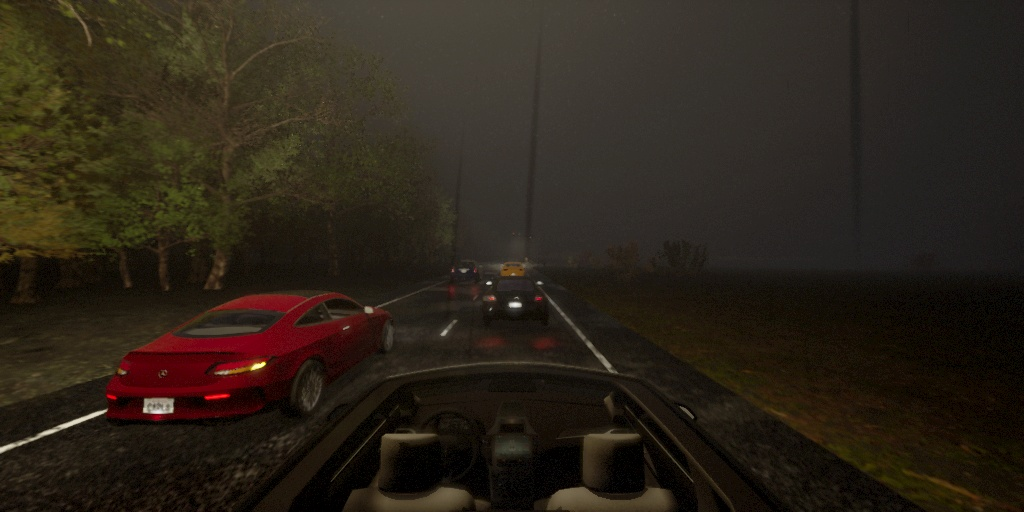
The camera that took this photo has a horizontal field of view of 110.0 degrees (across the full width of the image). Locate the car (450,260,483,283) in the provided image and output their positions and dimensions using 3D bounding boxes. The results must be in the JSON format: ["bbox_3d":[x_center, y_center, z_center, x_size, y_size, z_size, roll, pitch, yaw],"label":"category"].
[{"bbox_3d":[-3.410,1.098,27.576,2.097,1.767,4.553,0,0,0],"label":"car"}]

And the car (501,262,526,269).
[{"bbox_3d":[0.090,1.223,29.532,1.882,1.535,5.008,0,0,0],"label":"car"}]

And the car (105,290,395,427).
[{"bbox_3d":[-3.402,1.275,5.754,1.812,1.442,4.674,0,0,0],"label":"car"}]

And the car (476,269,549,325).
[{"bbox_3d":[0.095,1.313,11.831,1.994,1.385,4.181,0,0,0],"label":"car"}]
